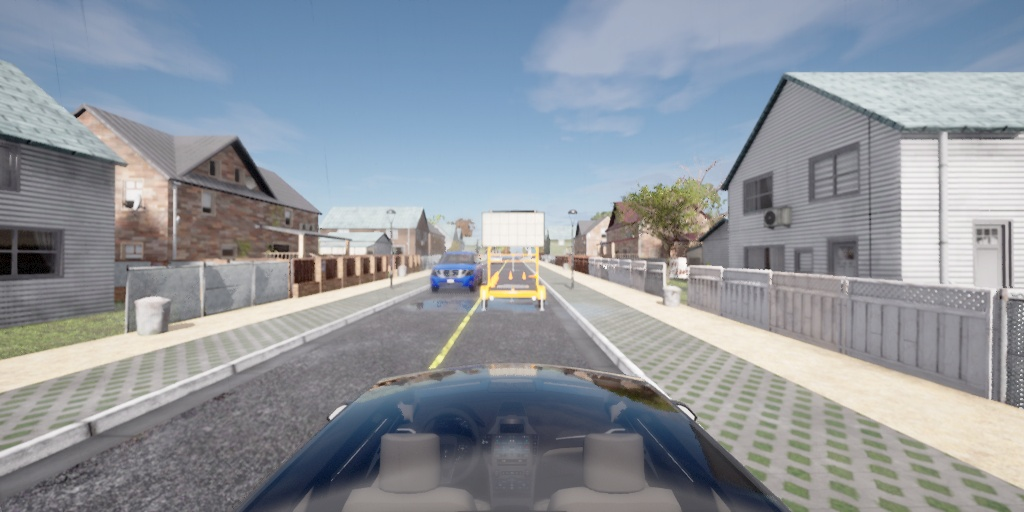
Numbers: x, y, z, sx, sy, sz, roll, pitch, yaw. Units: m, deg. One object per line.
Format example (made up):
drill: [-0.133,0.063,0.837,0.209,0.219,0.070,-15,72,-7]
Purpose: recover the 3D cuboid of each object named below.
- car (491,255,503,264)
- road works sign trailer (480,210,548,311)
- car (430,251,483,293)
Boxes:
car: [-2.629,0.632,62.173,1.812,1.442,4.674,0,1,1]
road works sign trailer: [0.045,0.066,13.699,2.380,3.560,2.880,0,0,0]
car: [-2.801,0.758,19.180,2.150,2.045,5.566,0,1,0]
